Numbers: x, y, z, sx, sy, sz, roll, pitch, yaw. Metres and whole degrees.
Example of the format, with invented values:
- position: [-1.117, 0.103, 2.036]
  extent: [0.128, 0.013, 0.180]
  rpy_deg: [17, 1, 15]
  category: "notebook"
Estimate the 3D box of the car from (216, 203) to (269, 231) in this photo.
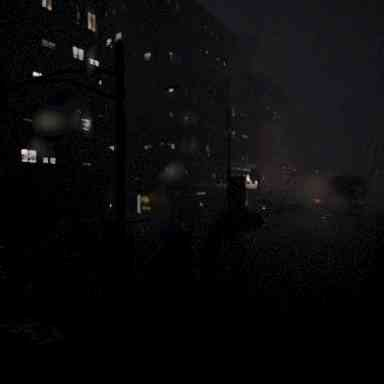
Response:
- position: [3.327, 1.730, 22.774]
  extent: [1.967, 1.590, 4.097]
  rpy_deg: [-2, -2, 35]
  category: "car"

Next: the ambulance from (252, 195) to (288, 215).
- position: [9.446, 1.654, 41.397]
  extent: [2.351, 2.431, 6.366]
  rpy_deg: [-1, -1, 35]
  category: "ambulance"

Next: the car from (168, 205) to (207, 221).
- position: [-0.353, 1.964, 32.020]
  extent: [1.752, 1.417, 4.829]
  rpy_deg: [-2, -2, 35]
  category: "car"

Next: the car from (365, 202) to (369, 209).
- position: [35.675, 2.725, 69.086]
  extent: [2.008, 1.369, 4.403]
  rpy_deg: [-2, -2, 35]
  category: "car"

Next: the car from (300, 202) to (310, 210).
- position: [19.153, 2.516, 59.949]
  extent: [1.887, 1.381, 4.507]
  rpy_deg: [-2, -2, 35]
  category: "car"

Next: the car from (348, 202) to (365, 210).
- position: [29.206, 2.563, 59.823]
  extent: [1.947, 1.339, 4.313]
  rpy_deg: [-2, -2, 35]
  category: "car"

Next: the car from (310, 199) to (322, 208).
- position: [25.620, 2.464, 69.218]
  extent: [2.192, 1.841, 5.009]
  rpy_deg: [-2, -2, 35]
  category: "car"

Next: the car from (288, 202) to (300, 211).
- position: [15.917, 2.323, 55.320]
  extent: [1.967, 1.590, 4.097]
  rpy_deg: [-2, -2, 35]
  category: "car"
